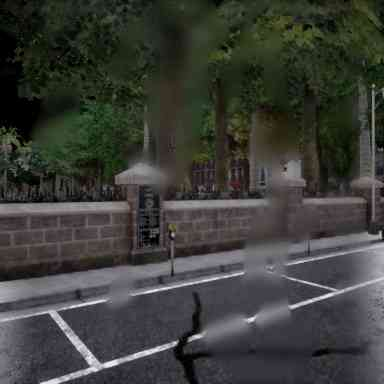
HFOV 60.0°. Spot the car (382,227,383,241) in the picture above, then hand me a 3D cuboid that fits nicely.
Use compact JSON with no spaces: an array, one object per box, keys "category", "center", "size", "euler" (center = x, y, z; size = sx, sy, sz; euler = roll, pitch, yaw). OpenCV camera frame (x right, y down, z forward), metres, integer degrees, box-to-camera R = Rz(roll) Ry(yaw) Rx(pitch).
[{"category":"car","center":[9.760,1.310,13.509],"size":[5.009,1.841,2.192],"euler":[0,0,-36]}]
